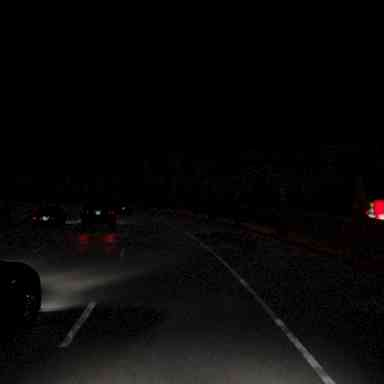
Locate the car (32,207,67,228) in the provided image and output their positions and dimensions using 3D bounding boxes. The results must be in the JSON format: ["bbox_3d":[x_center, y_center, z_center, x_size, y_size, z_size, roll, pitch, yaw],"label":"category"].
[{"bbox_3d":[-10.281,1.791,24.156,2.033,1.411,5.357,0,-1,-15],"label":"car"}]

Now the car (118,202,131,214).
[{"bbox_3d":[-8.850,1.951,41.138,1.994,1.385,4.181,0,-1,-22],"label":"car"}]

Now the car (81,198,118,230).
[{"bbox_3d":[-6.517,1.447,23.417,2.150,2.045,5.566,0,-1,-14],"label":"car"}]

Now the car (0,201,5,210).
[{"bbox_3d":[-26.162,1.971,44.370,1.837,1.490,4.892,0,0,-29],"label":"car"}]

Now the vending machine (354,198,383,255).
[{"bbox_3d":[7.026,1.288,12.834,1.100,2.100,0.880,0,0,-7],"label":"vending machine"}]

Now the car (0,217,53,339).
[{"bbox_3d":[-3.704,1.401,4.149,2.097,1.767,4.553,0,-1,-2],"label":"car"}]
